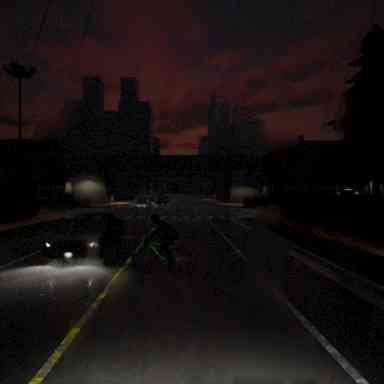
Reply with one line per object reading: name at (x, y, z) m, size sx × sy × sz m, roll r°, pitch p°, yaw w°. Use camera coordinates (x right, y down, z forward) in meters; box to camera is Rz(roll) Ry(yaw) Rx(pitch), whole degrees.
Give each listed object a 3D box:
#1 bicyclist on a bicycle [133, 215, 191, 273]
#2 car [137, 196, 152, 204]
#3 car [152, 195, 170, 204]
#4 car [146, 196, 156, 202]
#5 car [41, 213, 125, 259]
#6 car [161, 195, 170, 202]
bicyclist on a bicycle at (-0.849, 1.454, 9.287) m, size 1.656 × 1.620 × 0.582 m, roll -2°, pitch 0°, yaw -1°
car at (-9.241, 1.508, 62.548) m, size 2.128 × 1.511 × 4.902 m, roll 0°, pitch 0°, yaw -1°
car at (-5.735, 1.369, 62.139) m, size 2.097 × 1.767 × 4.553 m, roll 0°, pitch 0°, yaw -1°
car at (-9.568, 1.612, 77.766) m, size 1.895 × 1.301 × 4.718 m, roll 0°, pitch 0°, yaw -1°
car at (-3.858, 1.548, 12.898) m, size 2.033 × 1.411 × 5.357 m, roll 0°, pitch 0°, yaw -1°
car at (-6.047, 1.541, 76.954) m, size 1.812 × 1.442 × 4.674 m, roll 0°, pitch 0°, yaw -1°
